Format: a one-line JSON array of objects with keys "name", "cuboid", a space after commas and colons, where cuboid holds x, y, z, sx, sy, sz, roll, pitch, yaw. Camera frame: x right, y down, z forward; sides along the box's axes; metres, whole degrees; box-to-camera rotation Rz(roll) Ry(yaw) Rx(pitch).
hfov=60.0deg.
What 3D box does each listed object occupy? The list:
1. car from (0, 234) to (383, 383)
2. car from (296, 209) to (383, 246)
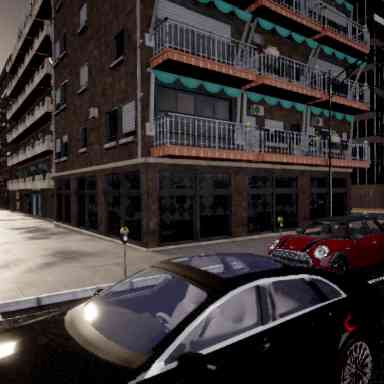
[{"name": "car", "cuboid": [0.085, 1.491, 3.439, 4.902, 1.511, 2.128, 0, 0, -36]}, {"name": "car", "cuboid": [4.009, 1.438, 9.450, 4.097, 1.590, 1.967, 0, -1, -36]}]
